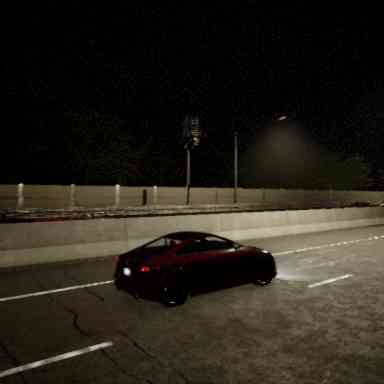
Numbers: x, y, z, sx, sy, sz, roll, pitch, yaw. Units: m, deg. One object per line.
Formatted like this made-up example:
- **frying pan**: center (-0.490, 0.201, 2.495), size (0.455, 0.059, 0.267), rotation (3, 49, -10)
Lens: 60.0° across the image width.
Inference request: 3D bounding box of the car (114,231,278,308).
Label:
- **car**: center (0.222, 1.679, 8.305), size (4.181, 1.385, 1.994), rotation (0, -1, -37)

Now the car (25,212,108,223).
- **car**: center (-7.296, 1.905, 20.421), size (4.718, 1.301, 1.895), rotation (0, -1, -37)

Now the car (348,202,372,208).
- **car**: center (24.776, 2.174, 49.021), size (4.674, 1.442, 1.812), rotation (1, -1, -37)

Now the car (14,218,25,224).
- **car**: center (-12.880, 1.925, 20.585), size (4.718, 1.301, 1.895), rotation (0, -1, -37)

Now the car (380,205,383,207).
- **car**: center (28.779, 2.169, 47.649), size (5.357, 1.411, 2.033), rotation (1, -1, -36)

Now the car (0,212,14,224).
- **car**: center (-10.258, 1.749, 13.793), size (4.674, 1.442, 1.812), rotation (1, -1, -37)
